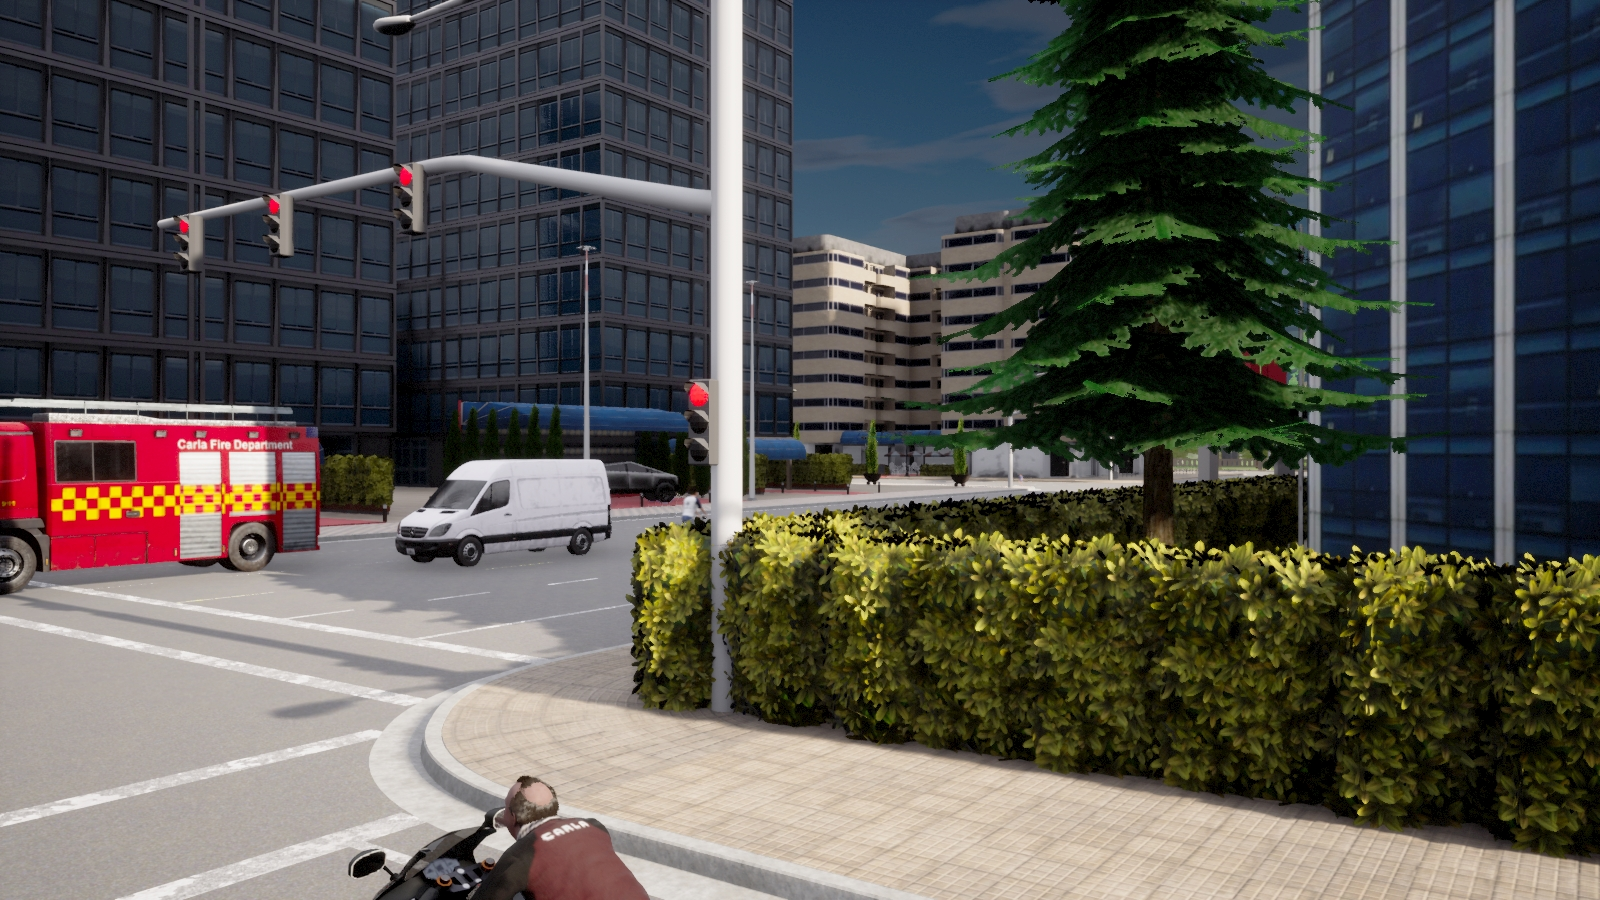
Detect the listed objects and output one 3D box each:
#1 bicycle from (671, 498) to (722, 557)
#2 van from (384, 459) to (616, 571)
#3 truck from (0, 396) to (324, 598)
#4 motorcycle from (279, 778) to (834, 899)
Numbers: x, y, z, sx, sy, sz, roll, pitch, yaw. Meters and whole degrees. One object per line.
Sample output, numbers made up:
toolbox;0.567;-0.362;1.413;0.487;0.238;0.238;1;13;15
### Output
bicycle;-2.762;2.055;30.561;0.373;1.496;1.643;0;0;35
van;-7.573;1.533;29.577;1.988;2.561;5.915;0;0;35
truck;-14.959;0.889;24.598;2.891;3.827;8.468;0;0;34
motorcycle;-1.027;2.205;4.504;2.209;1.251;0.867;0;0;35
